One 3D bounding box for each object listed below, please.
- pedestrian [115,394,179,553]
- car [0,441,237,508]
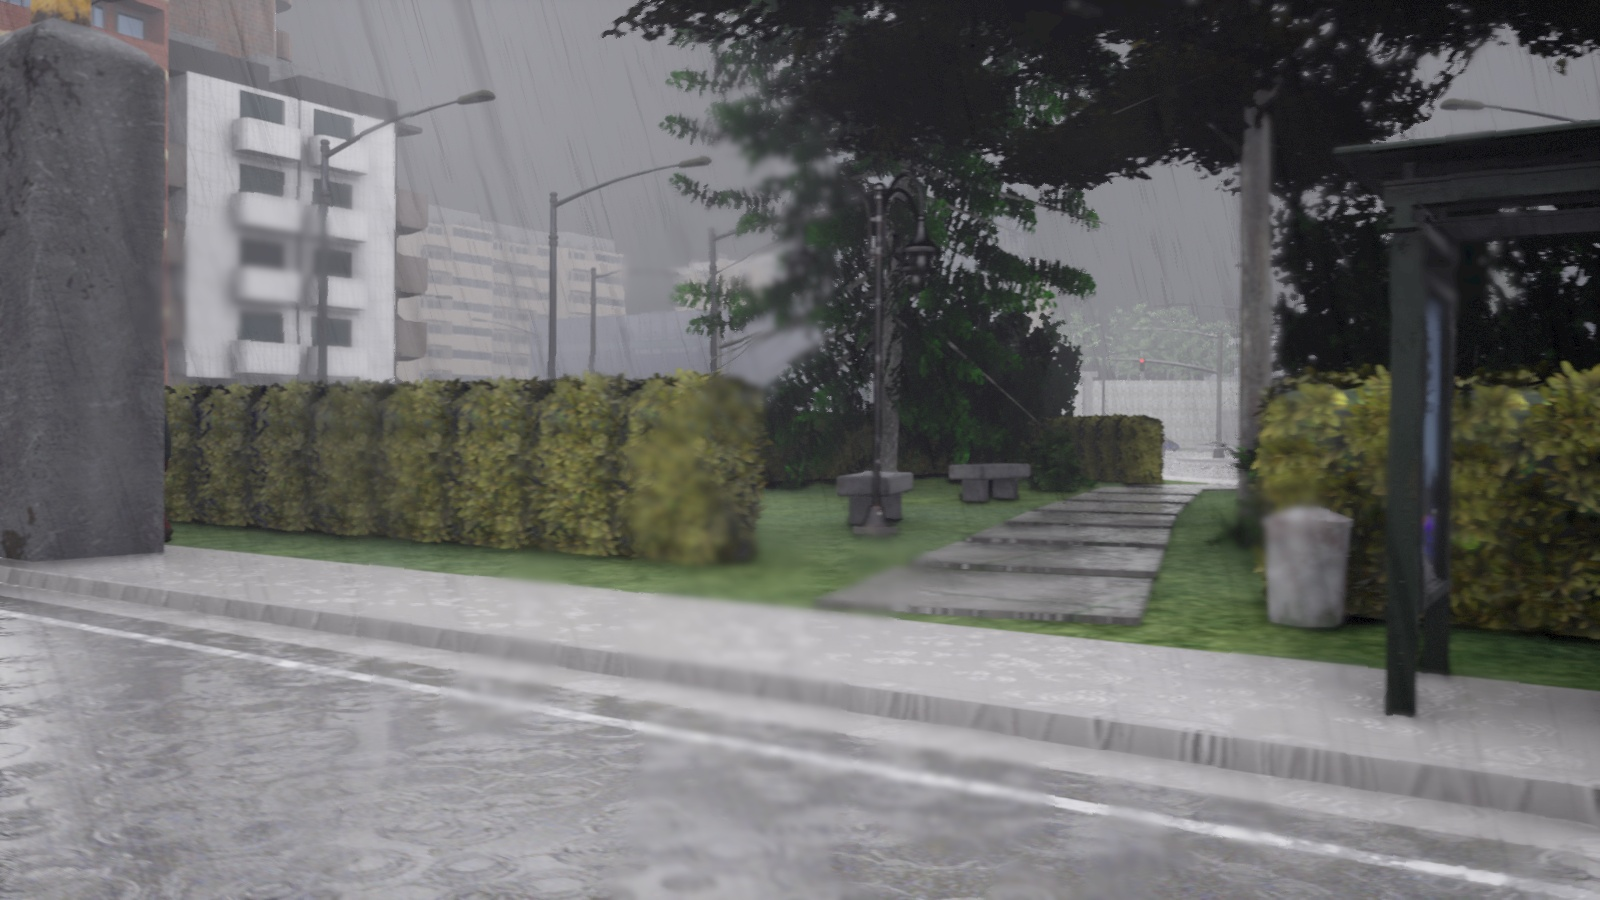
[{"bbox_3d":[-7.709,0.270,14.831,0.614,1.847,0.353,0,1,26],"label":"pedestrian"},{"bbox_3d":[-16.637,0.529,30.201,2.033,1.411,5.357,0,1,34],"label":"car"}]
